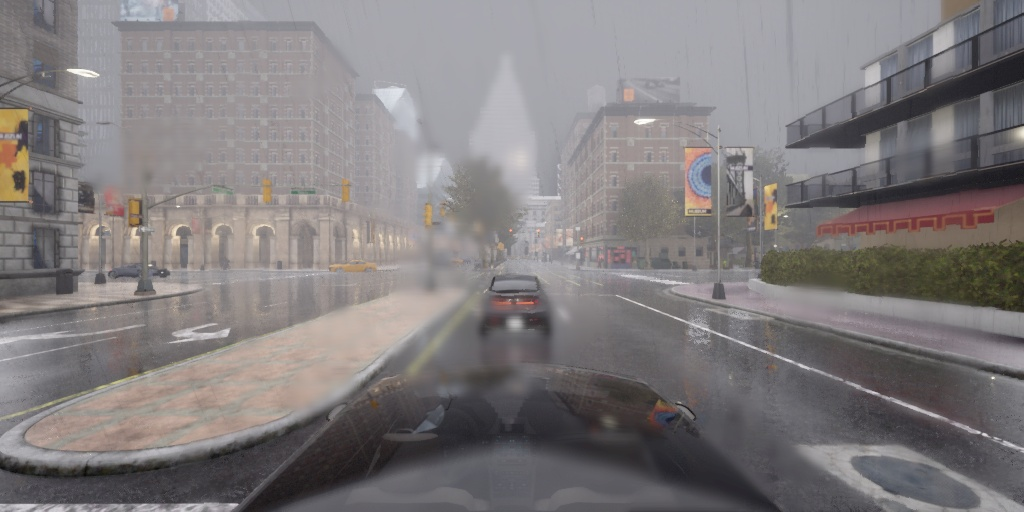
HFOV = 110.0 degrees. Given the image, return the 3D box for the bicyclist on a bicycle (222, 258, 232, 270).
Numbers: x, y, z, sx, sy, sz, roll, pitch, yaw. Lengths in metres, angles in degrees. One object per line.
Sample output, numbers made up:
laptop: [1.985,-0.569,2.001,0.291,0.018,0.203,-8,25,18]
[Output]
bicyclist on a bicycle: [-37.171,1.050,46.808,0.582,1.620,1.656,0,0,0]

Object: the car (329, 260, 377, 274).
car: [-18.103,1.228,41.071,5.008,1.535,1.882,0,1,-31]

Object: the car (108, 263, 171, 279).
car: [-33.556,1.314,32.352,4.181,1.385,1.994,0,0,0]

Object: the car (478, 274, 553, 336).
car: [0.101,1.255,10.369,1.837,1.490,4.892,0,0,0]

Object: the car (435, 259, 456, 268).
car: [-11.394,1.254,61.997,1.837,1.490,4.892,0,0,1]
